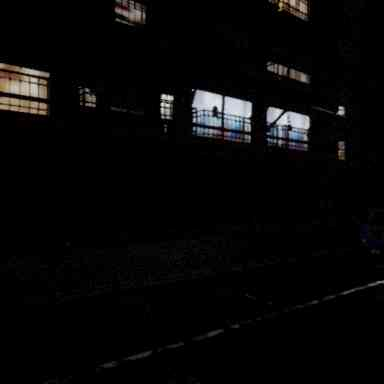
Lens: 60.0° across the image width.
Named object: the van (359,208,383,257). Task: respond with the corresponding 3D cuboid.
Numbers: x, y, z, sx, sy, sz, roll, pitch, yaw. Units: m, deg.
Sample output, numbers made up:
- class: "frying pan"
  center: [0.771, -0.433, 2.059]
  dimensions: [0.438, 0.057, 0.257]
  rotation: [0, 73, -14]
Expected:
- class: "van"
  center: [7.678, 1.444, 12.031]
  dimensions: [3.998, 1.788, 1.690]
  rotation: [1, 0, -35]
